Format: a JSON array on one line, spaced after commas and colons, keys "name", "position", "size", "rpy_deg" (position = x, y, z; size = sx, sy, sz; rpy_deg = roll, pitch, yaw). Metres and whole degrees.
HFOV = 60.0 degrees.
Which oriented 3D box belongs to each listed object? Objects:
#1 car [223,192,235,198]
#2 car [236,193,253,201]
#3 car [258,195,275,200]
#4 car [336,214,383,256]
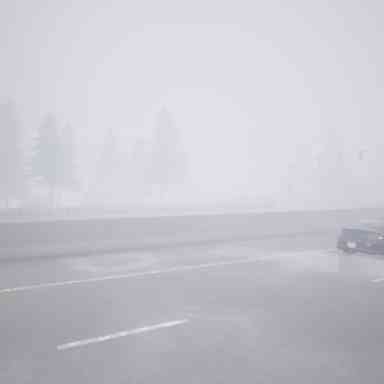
[{"name": "car", "position": [9.539, 0.918, 87.254], "size": [2.150, 2.045, 5.566], "rpy_deg": [0, 0, -4]}, {"name": "car", "position": [11.602, 1.246, 71.702], "size": [1.837, 1.490, 4.892], "rpy_deg": [0, 0, -14]}, {"name": "car", "position": [15.599, 1.302, 69.992], "size": [1.994, 1.385, 4.181], "rpy_deg": [0, 0, -18]}, {"name": "car", "position": [7.026, 1.482, 11.524], "size": [4.674, 1.442, 1.812], "rpy_deg": [0, 0, -28]}]
